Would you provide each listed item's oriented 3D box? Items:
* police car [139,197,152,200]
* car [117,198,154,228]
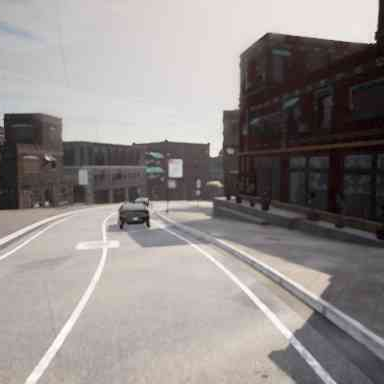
[{"bbox_3d":[-6.078,1.435,42.119,1.930,1.638,5.238,0,0,3],"label":"police car"},{"bbox_3d":[-3.941,1.450,22.236,1.882,1.535,5.008,-1,0,-13],"label":"car"}]
